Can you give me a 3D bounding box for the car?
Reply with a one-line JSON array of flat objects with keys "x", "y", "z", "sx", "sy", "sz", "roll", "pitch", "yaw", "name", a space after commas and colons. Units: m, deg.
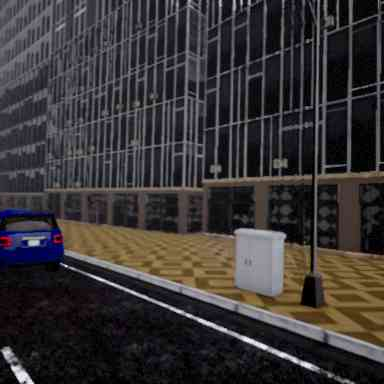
[{"x": -6.374, "y": 1.614, "z": 11.677, "sx": 2.150, "sy": 2.045, "sz": 5.566, "roll": 3, "pitch": -3, "yaw": -41, "name": "car"}]
